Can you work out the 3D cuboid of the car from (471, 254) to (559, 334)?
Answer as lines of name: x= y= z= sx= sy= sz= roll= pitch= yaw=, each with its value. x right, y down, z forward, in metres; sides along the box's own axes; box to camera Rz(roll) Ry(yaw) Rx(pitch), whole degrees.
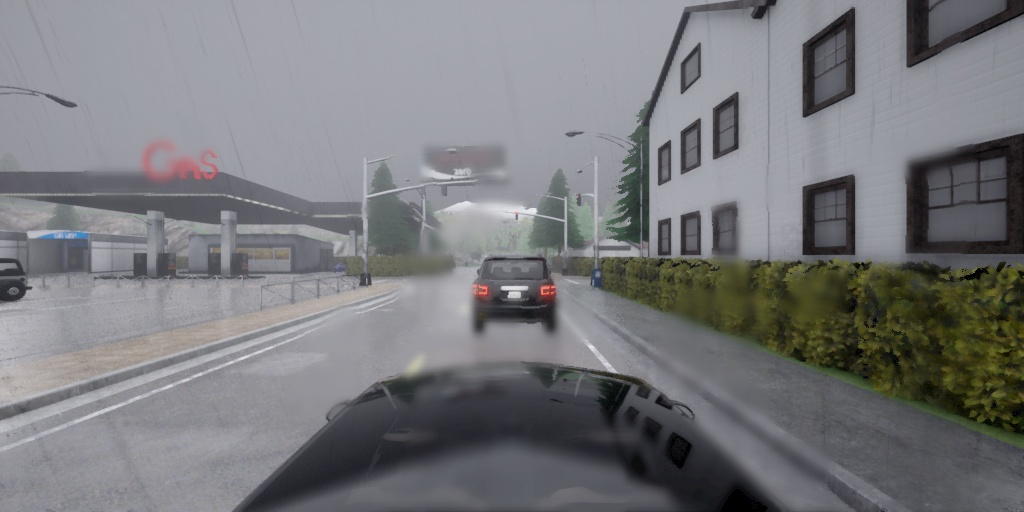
car: x=0.084 y=0.971 z=10.789 sx=2.150 sy=2.045 sz=5.566 roll=0 pitch=0 yaw=0
